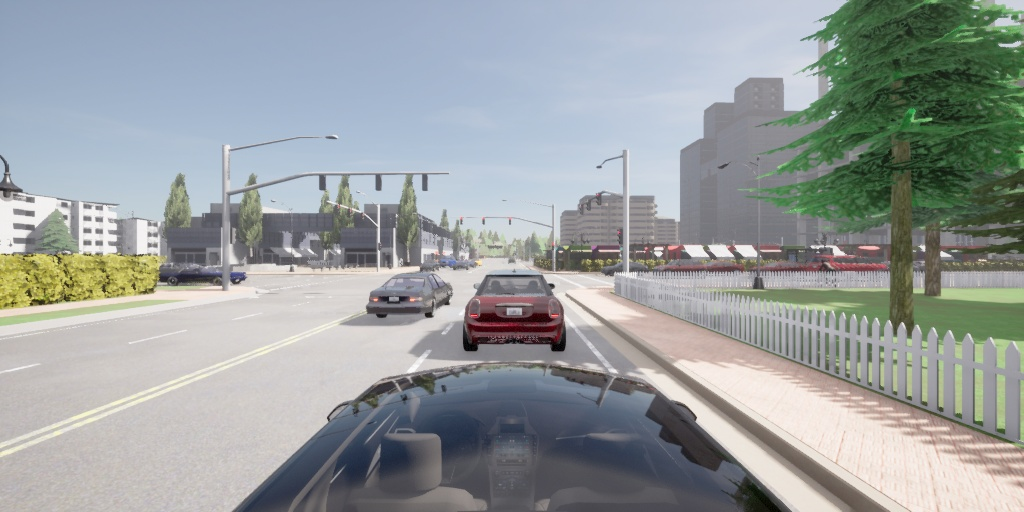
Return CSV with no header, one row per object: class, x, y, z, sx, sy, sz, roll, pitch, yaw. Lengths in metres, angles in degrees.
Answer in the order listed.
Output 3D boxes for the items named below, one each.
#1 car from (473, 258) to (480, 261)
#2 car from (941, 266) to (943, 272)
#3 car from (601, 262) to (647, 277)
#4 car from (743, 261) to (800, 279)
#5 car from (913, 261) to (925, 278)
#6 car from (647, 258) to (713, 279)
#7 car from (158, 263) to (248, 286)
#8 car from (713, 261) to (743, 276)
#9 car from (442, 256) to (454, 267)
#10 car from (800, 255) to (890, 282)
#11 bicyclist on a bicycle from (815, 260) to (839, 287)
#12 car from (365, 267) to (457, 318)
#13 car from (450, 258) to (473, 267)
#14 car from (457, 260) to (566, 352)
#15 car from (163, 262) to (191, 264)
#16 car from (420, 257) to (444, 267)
car,-7.097,1.297,60.360,2.033,1.411,5.357,0,0,0
car,40.671,1.242,36.480,4.902,1.511,2.128,0,0,-1
car,11.223,1.276,35.750,4.674,1.442,1.812,0,0,-1
car,24.285,1.228,32.596,5.008,1.535,1.882,0,0,-1
car,34.347,1.255,32.842,4.892,1.490,1.837,0,0,-1
car,15.072,1.102,32.364,4.553,1.767,2.097,0,0,-1
car,-20.886,1.351,24.358,4.718,1.301,1.895,0,0,-1
car,20.548,1.228,36.006,5.008,1.535,1.882,0,0,-1
car,-10.604,0.971,58.491,2.150,2.045,5.566,0,0,0
car,27.075,0.971,28.967,5.566,2.045,2.150,0,0,-2
bicyclist on a bicycle,18.787,1.052,21.472,0.582,1.620,1.656,0,0,-1
car,-3.421,1.297,12.947,2.033,1.411,5.357,0,0,0
car,-7.111,1.314,51.118,1.994,1.385,4.181,0,0,0
car,0.062,1.102,9.112,2.097,1.767,4.553,0,0,0
car,-25.396,1.242,27.753,4.902,1.511,2.128,0,0,-2
car,-10.612,1.255,46.541,1.837,1.490,4.892,0,0,0
